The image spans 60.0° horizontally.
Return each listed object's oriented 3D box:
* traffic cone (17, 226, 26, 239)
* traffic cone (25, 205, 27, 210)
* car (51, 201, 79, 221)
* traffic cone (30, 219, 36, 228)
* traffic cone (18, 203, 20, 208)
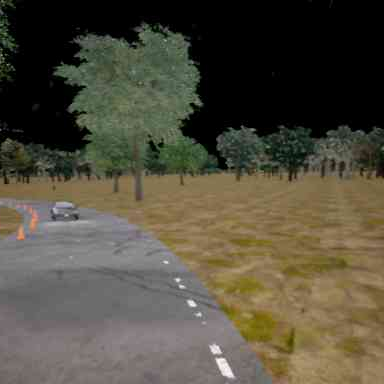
[{"bbox_3d":[-8.364,1.978,16.322,0.340,0.580,0.340,-1,1,-18],"label":"traffic cone"},{"bbox_3d":[-19.017,1.785,38.009,0.340,0.580,0.340,-2,2,-34],"label":"traffic cone"},{"bbox_3d":[-10.222,1.447,26.588,1.812,1.442,4.674,-2,1,-25],"label":"car"},{"bbox_3d":[-9.996,1.962,20.888,0.340,0.580,0.340,-1,1,-21],"label":"traffic cone"},{"bbox_3d":[-21.858,1.715,41.935,0.340,0.580,0.340,-3,2,-37],"label":"traffic cone"}]
